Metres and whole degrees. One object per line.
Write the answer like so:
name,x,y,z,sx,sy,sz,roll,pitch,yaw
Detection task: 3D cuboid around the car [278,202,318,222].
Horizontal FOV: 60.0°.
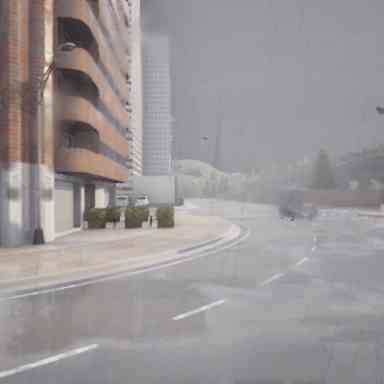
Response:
car,9.022,1.702,29.131,2.128,1.511,4.902,0,-1,-3

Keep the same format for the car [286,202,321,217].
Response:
car,12.175,1.872,36.659,1.812,1.442,4.674,0,-1,-6
